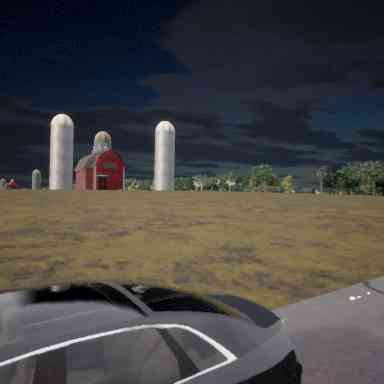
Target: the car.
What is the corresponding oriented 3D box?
[{"bbox_3d":[-1.325,1.505,2.128,4.892,1.490,1.837,0,0,-35],"label":"car"}]
